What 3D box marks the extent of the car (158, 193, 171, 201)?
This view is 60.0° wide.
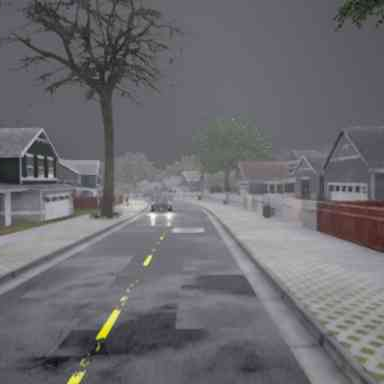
[{"bbox_3d":[-5.998,1.051,72.117,1.882,1.535,5.008,-1,0,-15],"label":"car"}]

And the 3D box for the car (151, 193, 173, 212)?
[{"bbox_3d":[-3.124,1.081,34.823,2.097,1.767,4.553,-1,0,-3],"label":"car"}]

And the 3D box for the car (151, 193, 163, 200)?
[{"bbox_3d":[-8.665,1.046,81.872,1.837,1.490,4.892,-1,0,-17],"label":"car"}]
